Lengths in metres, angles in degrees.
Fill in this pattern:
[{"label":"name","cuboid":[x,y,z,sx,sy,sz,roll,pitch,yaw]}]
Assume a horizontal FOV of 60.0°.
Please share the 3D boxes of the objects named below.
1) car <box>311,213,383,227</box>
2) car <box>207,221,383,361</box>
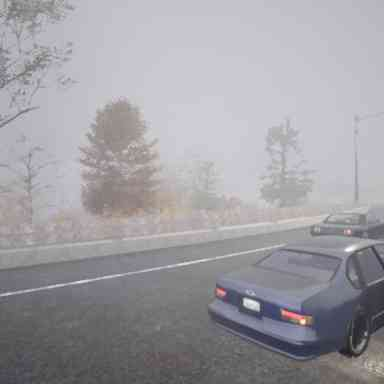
[{"label":"car","cuboid":[7.169,1.553,14.652,4.718,1.301,1.895,0,0,-43]},{"label":"car","cuboid":[2.725,1.530,6.019,5.357,1.411,2.033,0,0,-40]}]
